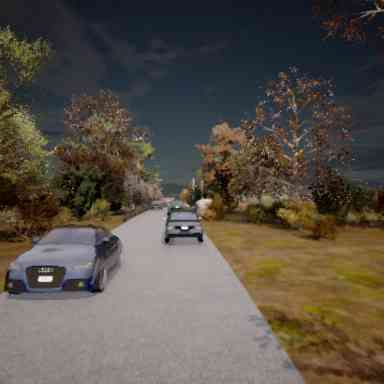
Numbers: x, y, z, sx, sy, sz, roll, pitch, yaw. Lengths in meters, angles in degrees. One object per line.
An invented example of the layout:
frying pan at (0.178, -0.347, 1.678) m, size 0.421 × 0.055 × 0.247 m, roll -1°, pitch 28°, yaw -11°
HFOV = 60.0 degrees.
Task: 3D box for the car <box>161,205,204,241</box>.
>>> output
car at (-0.457, 1.621, 16.986) m, size 2.033 × 1.411 × 5.357 m, roll 0°, pitch 0°, yaw -3°

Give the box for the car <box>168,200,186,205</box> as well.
car at (-1.681, 1.664, 37.442) m, size 2.097 × 1.767 × 4.553 m, roll 0°, pitch -1°, yaw -3°

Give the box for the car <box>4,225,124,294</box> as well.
car at (-3.058, 1.593, 8.781) m, size 1.994 × 1.385 × 4.181 m, roll 0°, pitch 0°, yaw -2°

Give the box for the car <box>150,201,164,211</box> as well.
car at (-5.459, 2.113, 51.776) m, size 1.837 × 1.490 × 4.892 m, roll 0°, pitch -2°, yaw -3°
